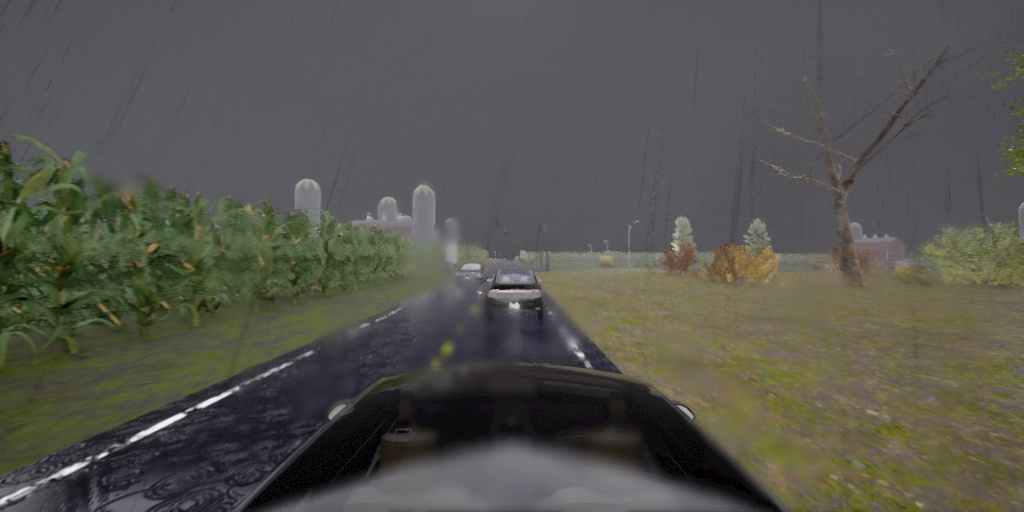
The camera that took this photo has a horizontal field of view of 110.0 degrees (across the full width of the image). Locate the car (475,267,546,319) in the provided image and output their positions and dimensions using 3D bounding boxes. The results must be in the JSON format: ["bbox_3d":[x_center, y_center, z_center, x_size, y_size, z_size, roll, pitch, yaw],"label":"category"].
[{"bbox_3d":[0.099,1.217,12.564,2.128,1.511,4.902,0,0,0],"label":"car"}]

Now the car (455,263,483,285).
[{"bbox_3d":[-2.817,1.226,25.648,1.812,1.442,4.674,0,0,0],"label":"car"}]
